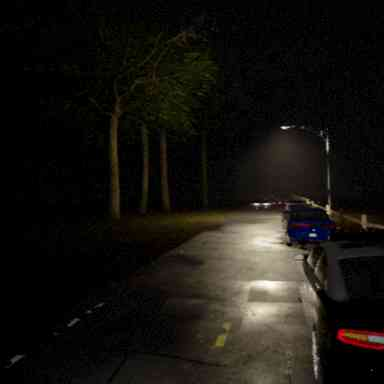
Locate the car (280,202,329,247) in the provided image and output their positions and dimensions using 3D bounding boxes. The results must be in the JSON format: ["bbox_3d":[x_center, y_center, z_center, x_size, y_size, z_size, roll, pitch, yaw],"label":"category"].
[{"bbox_3d":[5.074,1.426,14.736,1.882,1.535,5.008,-2,0,14],"label":"car"}]

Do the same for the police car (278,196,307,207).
[{"bbox_3d":[6.545,1.333,20.669,1.930,1.638,5.238,-2,0,14],"label":"police car"}]

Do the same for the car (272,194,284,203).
[{"bbox_3d":[15.270,1.118,59.235,1.994,1.385,4.181,-2,0,14],"label":"car"}]

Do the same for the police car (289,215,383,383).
[{"bbox_3d":[2.689,1.397,5.137,1.930,1.638,5.238,-2,0,14],"label":"police car"}]

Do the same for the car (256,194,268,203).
[{"bbox_3d":[12.133,1.138,58.020,1.882,1.535,5.008,-2,0,14],"label":"car"}]

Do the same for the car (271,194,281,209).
[{"bbox_3d":[10.799,1.308,41.114,2.033,1.411,5.357,-2,0,14],"label":"car"}]
